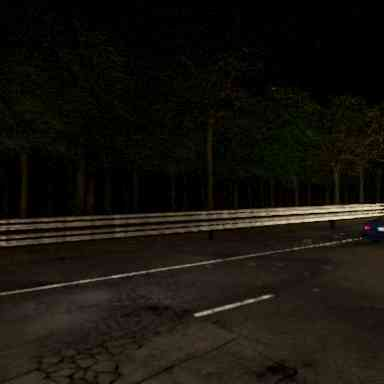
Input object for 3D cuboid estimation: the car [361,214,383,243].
[{"bbox_3d":[9.776,1.569,15.020,5.357,1.411,2.033,0,0,-36],"label":"car"}]
